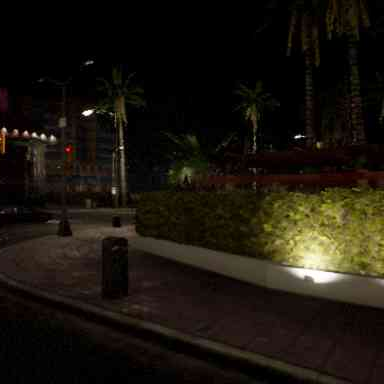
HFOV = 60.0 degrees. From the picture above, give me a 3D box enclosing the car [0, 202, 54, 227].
[{"bbox_3d":[-12.797,1.686,23.917,2.033,1.411,5.357,-1,0,34],"label":"car"}]
